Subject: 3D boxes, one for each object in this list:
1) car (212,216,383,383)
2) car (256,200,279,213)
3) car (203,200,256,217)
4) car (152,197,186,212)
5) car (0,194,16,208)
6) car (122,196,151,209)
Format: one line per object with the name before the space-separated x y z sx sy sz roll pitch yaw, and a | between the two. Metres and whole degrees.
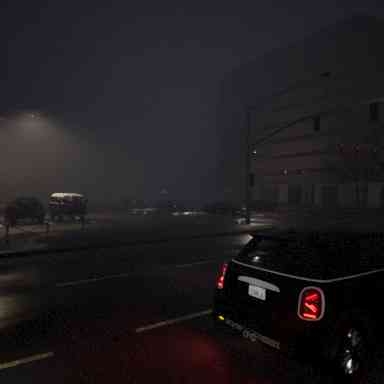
car | 2.601 1.352 5.658 4.553 1.767 2.097 0 0 -35
car | 7.680 1.580 37.513 1.812 1.442 4.674 0 0 -35
car | 3.168 1.602 31.431 2.033 1.411 5.357 0 0 -35
car | -2.525 1.581 39.464 1.812 1.442 4.674 0 0 -36
car | -31.719 1.209 56.462 1.932 1.855 4.605 0 0 -35
car | -8.287 1.407 47.579 2.097 1.767 4.553 0 0 -35
